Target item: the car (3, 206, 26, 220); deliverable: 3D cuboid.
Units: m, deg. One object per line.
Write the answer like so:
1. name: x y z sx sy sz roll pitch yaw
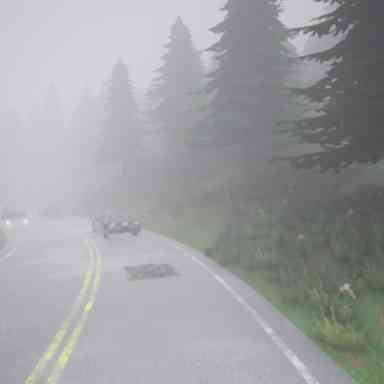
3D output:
1. car: -20.503 2.313 38.382 1.882 1.535 5.008 -3 0 -36

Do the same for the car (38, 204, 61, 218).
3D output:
1. car: -16.651 2.104 38.632 2.128 1.511 4.902 -3 1 -34

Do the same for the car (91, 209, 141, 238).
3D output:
1. car: -4.418 1.677 18.766 2.033 1.411 5.357 -3 0 -26
